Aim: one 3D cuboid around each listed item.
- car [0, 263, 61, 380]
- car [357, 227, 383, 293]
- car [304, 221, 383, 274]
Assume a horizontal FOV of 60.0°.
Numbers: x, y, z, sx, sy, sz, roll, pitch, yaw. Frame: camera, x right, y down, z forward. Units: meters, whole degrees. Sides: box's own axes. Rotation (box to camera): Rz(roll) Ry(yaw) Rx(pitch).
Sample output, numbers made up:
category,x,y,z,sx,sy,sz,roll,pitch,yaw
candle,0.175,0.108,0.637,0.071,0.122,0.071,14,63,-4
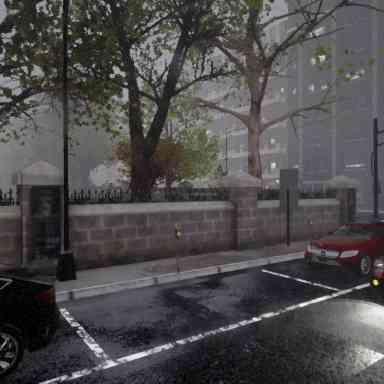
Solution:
category,x,y,z,sx,sy,sz,roll,pitch,yaw
car,-3.822,1.566,3.864,4.313,1.339,1.947,0,0,-35
car,5.844,1.563,7.456,4.181,1.385,1.994,0,0,-35
car,5.251,1.581,10.206,4.206,1.307,1.802,0,0,-35
